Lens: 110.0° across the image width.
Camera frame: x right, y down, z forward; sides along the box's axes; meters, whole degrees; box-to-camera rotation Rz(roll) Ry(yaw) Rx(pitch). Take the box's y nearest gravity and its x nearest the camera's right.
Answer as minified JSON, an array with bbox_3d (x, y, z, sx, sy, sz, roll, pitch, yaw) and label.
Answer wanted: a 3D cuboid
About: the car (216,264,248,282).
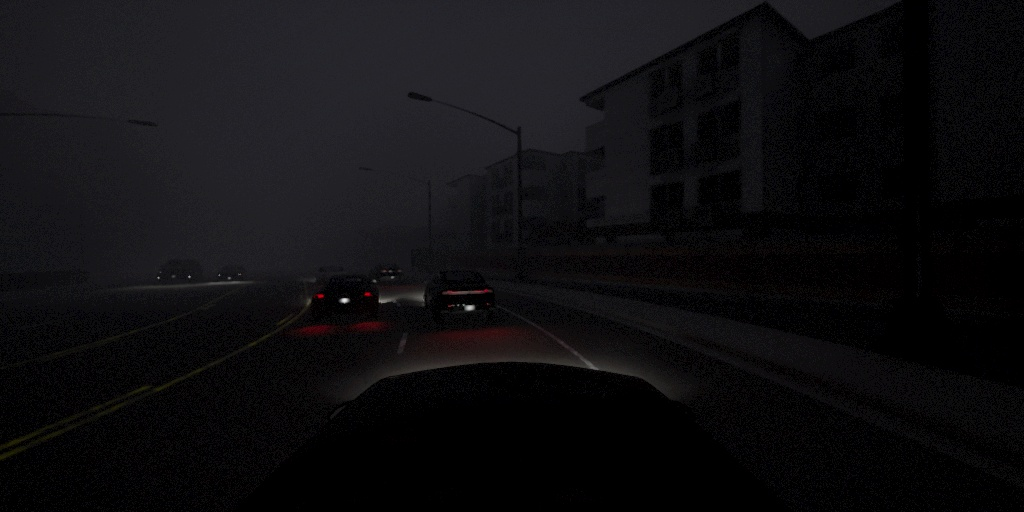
[{"bbox_3d":[-25.183,1.474,32.421,2.033,1.411,5.357,-1,0,-32],"label":"car"}]

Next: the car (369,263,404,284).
[{"bbox_3d":[-9.470,1.266,26.835,2.128,1.511,4.902,-1,0,-30],"label":"car"}]

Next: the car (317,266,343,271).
[{"bbox_3d":[-13.893,1.421,27.482,1.895,1.301,4.718,-1,0,-31],"label":"car"}]

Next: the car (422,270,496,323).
[{"bbox_3d":[-1.916,1.229,12.248,2.128,1.511,4.902,-1,0,-18],"label":"car"}]

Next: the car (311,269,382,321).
[{"bbox_3d":[-5.863,1.342,12.876,1.994,1.385,4.181,-1,0,-21],"label":"car"}]

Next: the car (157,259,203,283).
[{"bbox_3d":[-28.234,1.266,30.699,2.150,2.045,5.566,-1,0,-32],"label":"car"}]
